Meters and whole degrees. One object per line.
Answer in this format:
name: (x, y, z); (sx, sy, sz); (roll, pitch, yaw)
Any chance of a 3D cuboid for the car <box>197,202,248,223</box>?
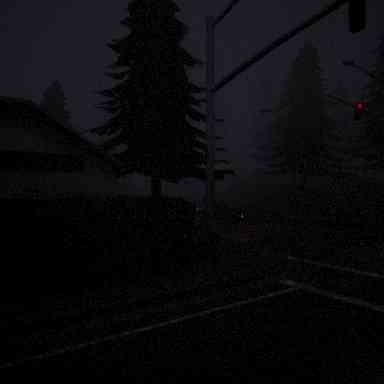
car: (2.247, 1.510, 25.312); (1.812, 1.442, 4.674); (0, 0, -34)
